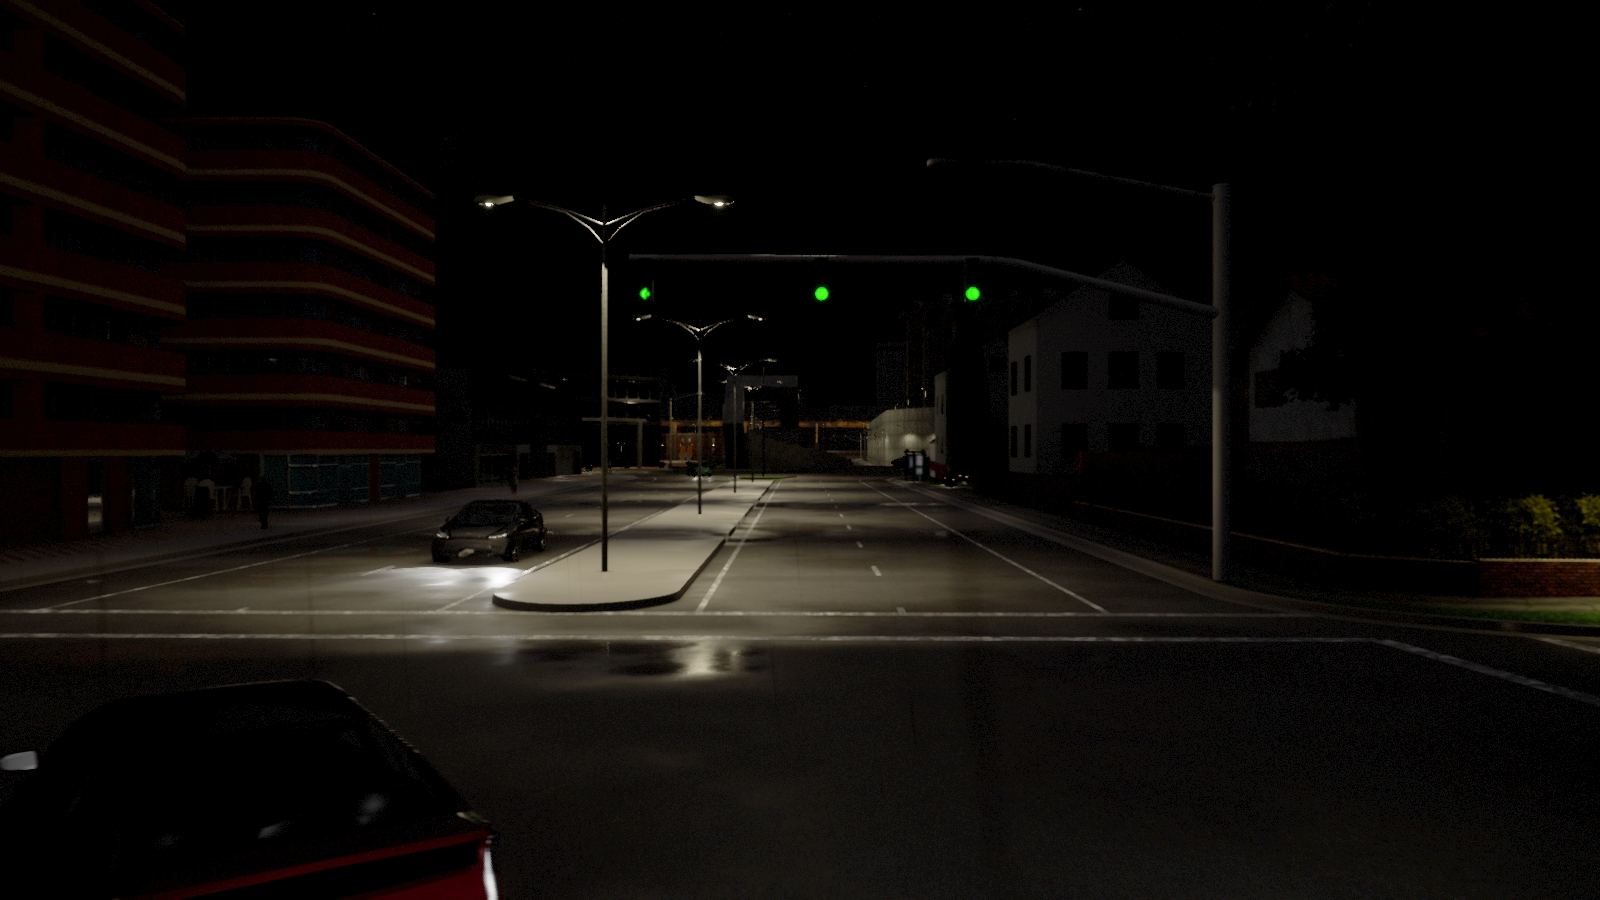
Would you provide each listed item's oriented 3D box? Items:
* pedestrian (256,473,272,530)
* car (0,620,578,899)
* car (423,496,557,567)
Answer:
[{"bbox_3d":[-17.678,1.684,37.681,0.375,1.860,0.375,0,0,-5],"label":"pedestrian"},{"bbox_3d":[-3.087,2.037,6.164,2.007,1.525,4.514,0,0,-36],"label":"car"},{"bbox_3d":[-7.958,2.053,29.812,2.163,1.488,4.792,0,0,0],"label":"car"}]
